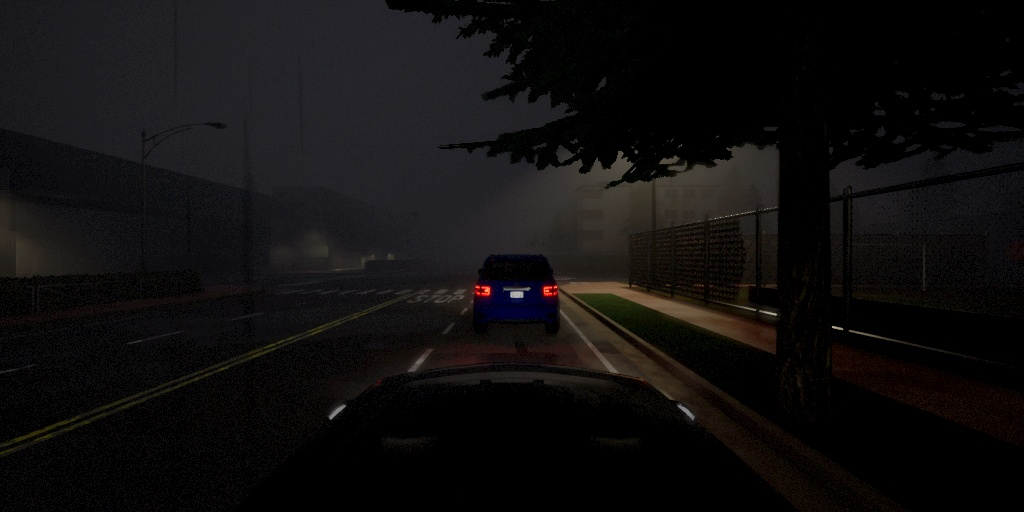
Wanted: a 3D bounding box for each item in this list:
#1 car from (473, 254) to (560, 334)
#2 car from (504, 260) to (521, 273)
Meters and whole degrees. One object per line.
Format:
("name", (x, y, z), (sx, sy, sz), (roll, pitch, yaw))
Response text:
("car", (0.115, 0.972, 10.809), (2.150, 2.045, 5.566), (0, 0, 0))
("car", (0.022, 1.242, 45.675), (2.128, 1.511, 4.902), (0, 0, 0))
